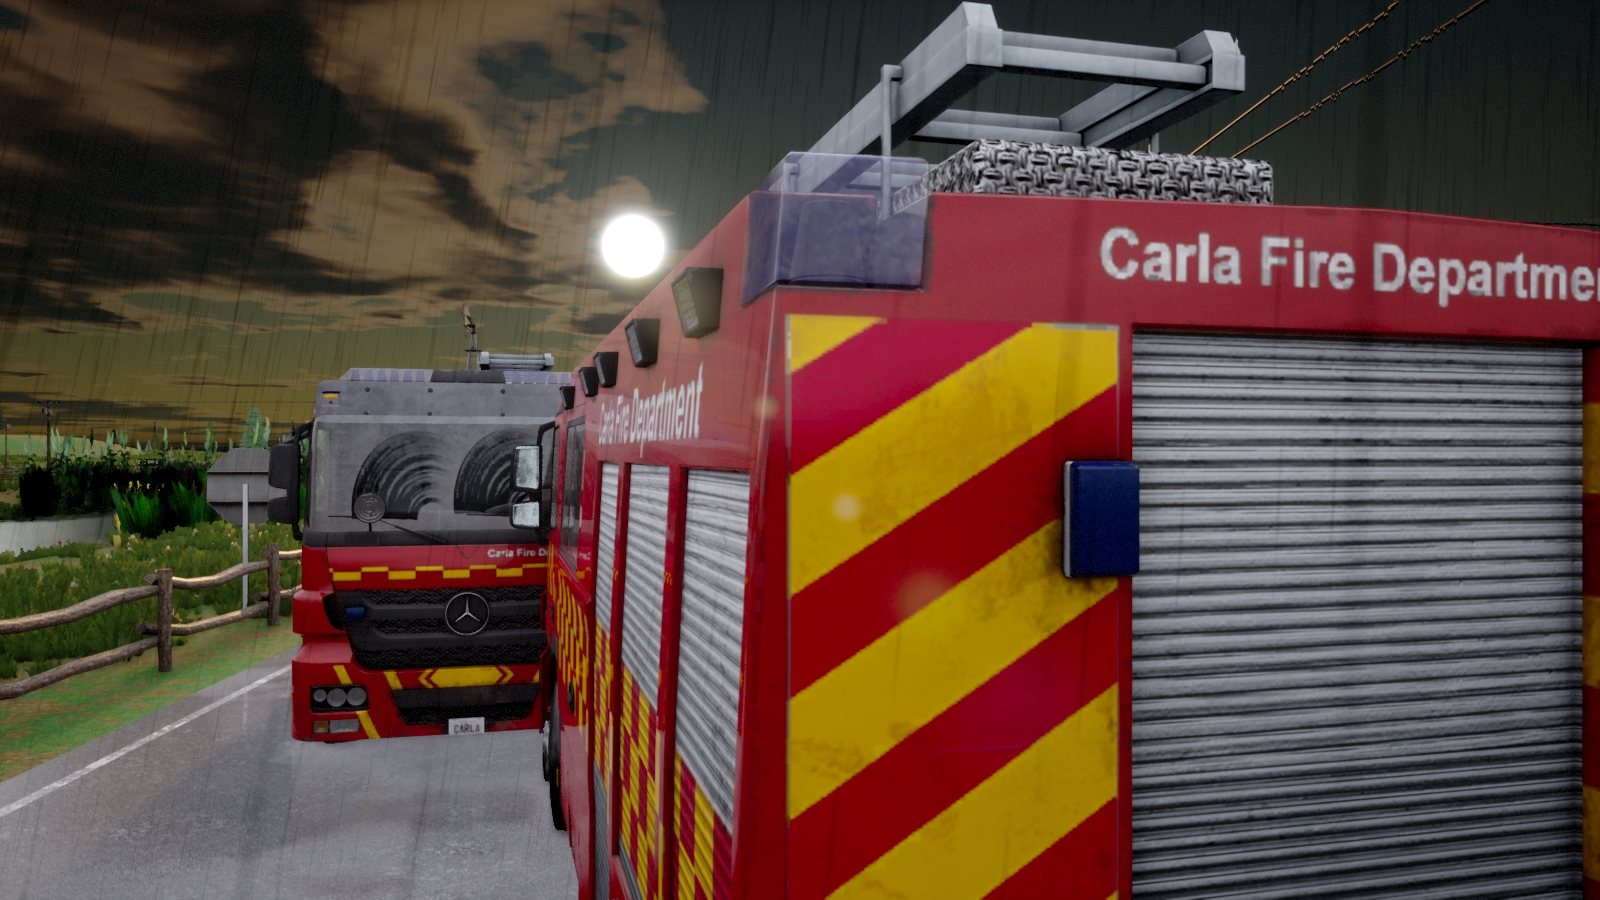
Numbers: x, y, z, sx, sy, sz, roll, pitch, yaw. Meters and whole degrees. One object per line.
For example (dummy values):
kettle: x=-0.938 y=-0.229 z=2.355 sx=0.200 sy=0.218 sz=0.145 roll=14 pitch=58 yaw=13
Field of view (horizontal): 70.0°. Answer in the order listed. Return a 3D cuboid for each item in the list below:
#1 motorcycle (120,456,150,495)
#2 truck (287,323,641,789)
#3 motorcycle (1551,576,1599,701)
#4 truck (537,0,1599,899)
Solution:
motorcycle: x=-41.377 y=1.577 z=71.133 sx=0.803 sy=2.348 sz=2.033 roll=0 pitch=0 yaw=-4
truck: x=-3.918 y=0.862 z=13.848 sx=2.891 sy=3.827 sz=8.468 roll=0 pitch=0 yaw=-15
motorcycle: x=9.777 y=2.142 z=13.109 sx=1.805 sy=1.316 sz=0.856 roll=0 pitch=0 yaw=-7
truck: x=0.066 y=0.867 z=6.872 sx=2.891 sy=3.827 sz=8.468 roll=0 pitch=0 yaw=-15
